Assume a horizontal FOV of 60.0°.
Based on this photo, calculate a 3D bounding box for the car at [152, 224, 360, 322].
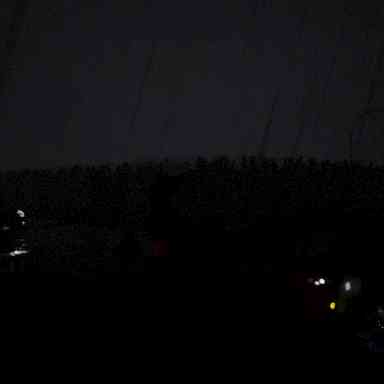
[{"bbox_3d":[1.120,1.396,6.922,4.181,1.385,1.994,0,2,40],"label":"car"}]

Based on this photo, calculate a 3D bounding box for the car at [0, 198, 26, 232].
[{"bbox_3d":[-10.072,1.021,16.438,4.553,1.767,2.097,1,1,40],"label":"car"}]
